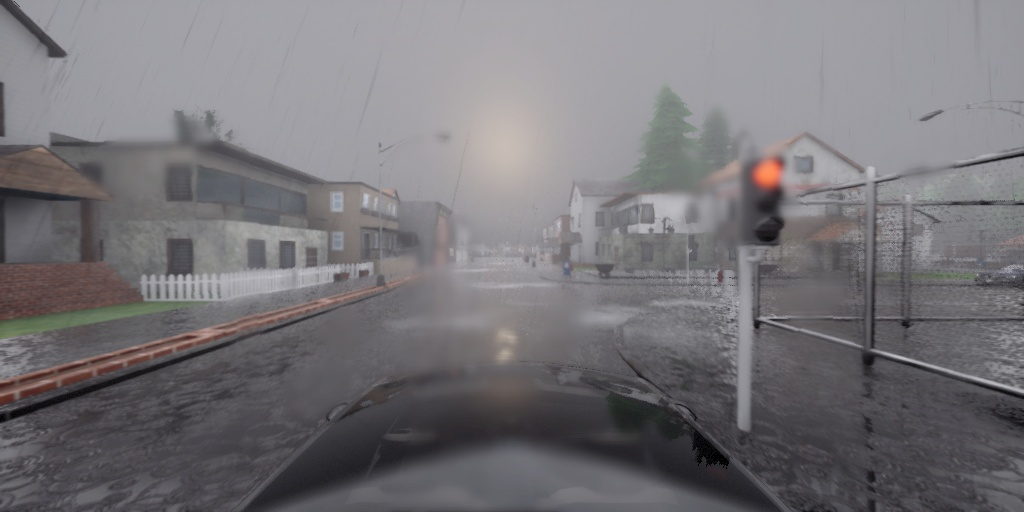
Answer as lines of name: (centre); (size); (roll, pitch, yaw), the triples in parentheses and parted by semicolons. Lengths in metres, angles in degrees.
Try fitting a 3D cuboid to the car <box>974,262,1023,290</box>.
car: (27.510, 1.019, 18.917); (4.674, 1.442, 1.812); (0, 1, 0)
